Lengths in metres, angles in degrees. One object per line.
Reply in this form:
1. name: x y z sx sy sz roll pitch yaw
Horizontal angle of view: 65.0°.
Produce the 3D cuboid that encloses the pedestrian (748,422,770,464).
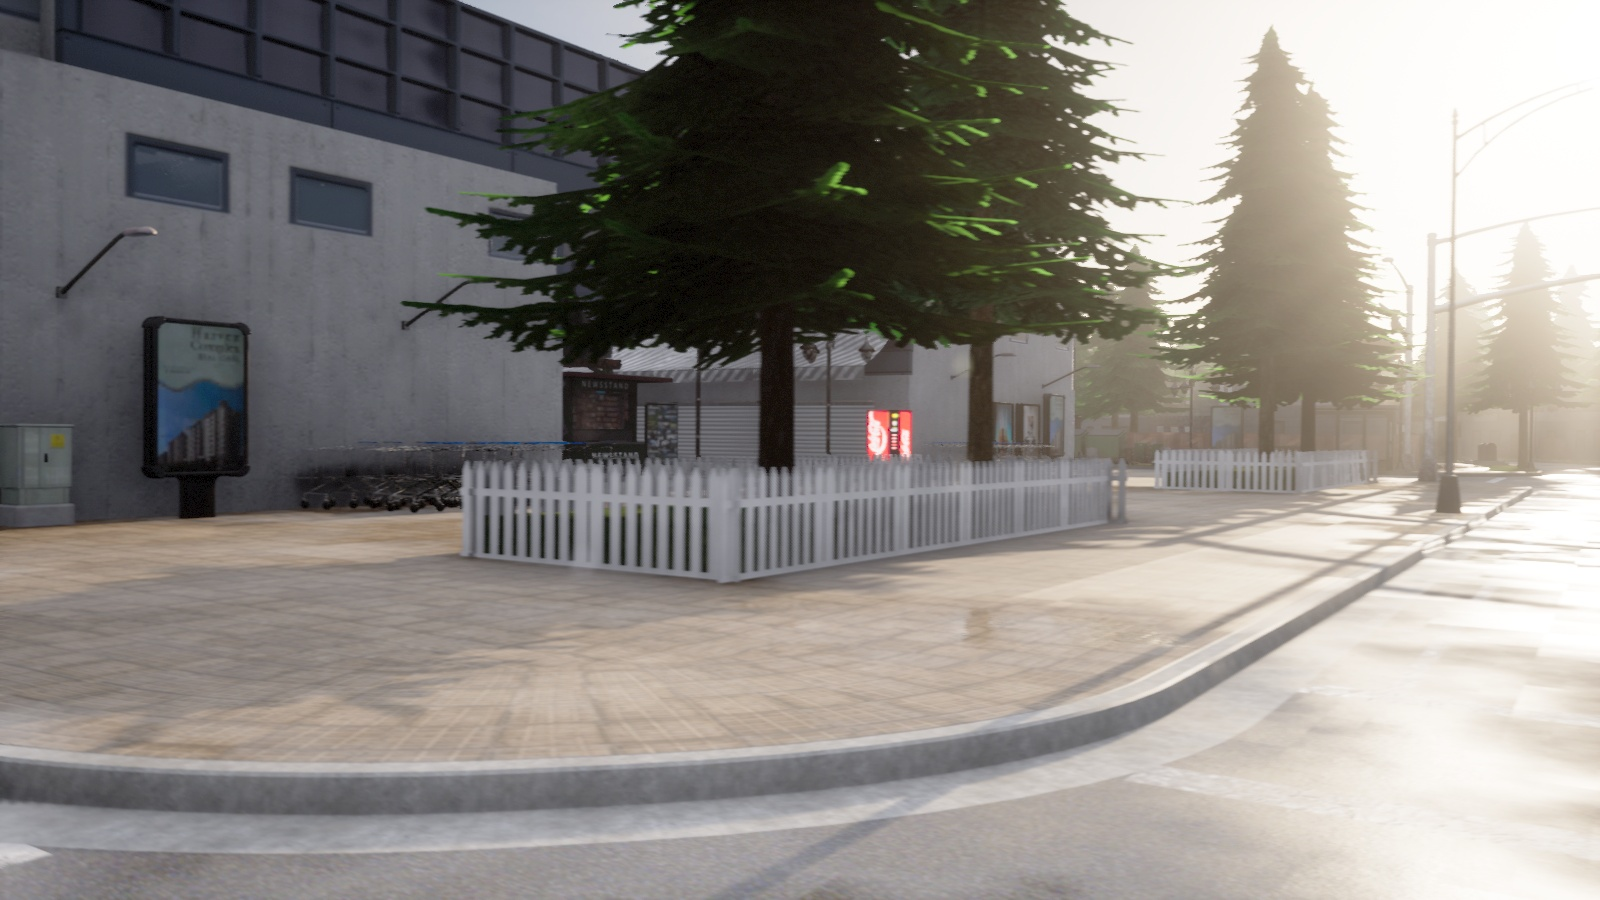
1. pedestrian: -1.897 -0.321 57.909 0.849 1.883 0.563 0 1 31
